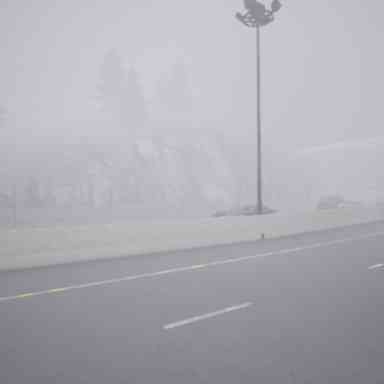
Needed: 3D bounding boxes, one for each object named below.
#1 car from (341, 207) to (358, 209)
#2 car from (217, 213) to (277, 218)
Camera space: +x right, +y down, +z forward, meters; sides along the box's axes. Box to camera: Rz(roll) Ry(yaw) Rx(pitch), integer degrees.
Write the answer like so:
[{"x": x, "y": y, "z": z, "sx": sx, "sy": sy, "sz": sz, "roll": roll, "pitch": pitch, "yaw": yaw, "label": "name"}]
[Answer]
[{"x": 18.495, "y": 1.659, "z": 38.524, "sx": 1.882, "sy": 1.535, "sz": 5.008, "roll": -1, "pitch": -1, "yaw": 45, "label": "car"}, {"x": 4.582, "y": 1.679, "z": 25.443, "sx": 4.902, "sy": 1.511, "sz": 2.128, "roll": 0, "pitch": -1, "yaw": -41, "label": "car"}]
